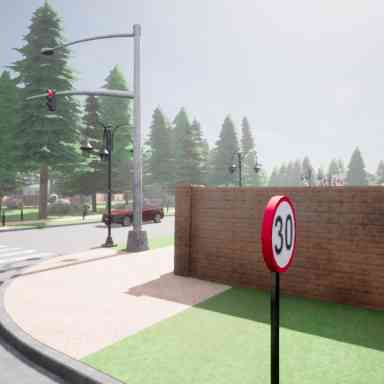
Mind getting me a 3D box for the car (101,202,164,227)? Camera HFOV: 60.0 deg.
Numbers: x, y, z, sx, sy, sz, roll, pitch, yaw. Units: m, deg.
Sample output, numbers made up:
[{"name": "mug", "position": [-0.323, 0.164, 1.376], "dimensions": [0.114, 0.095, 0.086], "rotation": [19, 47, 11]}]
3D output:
[{"name": "car", "position": [-4.012, 1.464, 23.168], "dimensions": [1.882, 1.535, 5.008], "rotation": [0, 0, 35]}]
